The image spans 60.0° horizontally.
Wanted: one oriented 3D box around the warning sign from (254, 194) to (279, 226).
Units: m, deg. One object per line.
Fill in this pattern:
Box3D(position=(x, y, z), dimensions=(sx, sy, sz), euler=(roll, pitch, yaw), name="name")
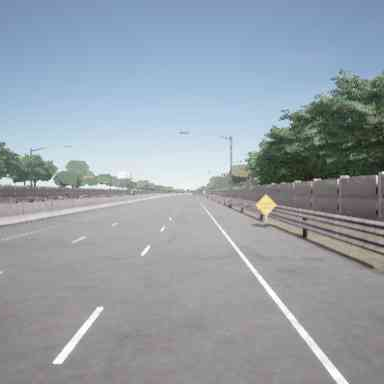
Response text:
Box3D(position=(4.539, 1.089, 20.382), dimensions=(1.300, 1.860, 1.060), euler=(-1, -1, 0), name="warning sign")
